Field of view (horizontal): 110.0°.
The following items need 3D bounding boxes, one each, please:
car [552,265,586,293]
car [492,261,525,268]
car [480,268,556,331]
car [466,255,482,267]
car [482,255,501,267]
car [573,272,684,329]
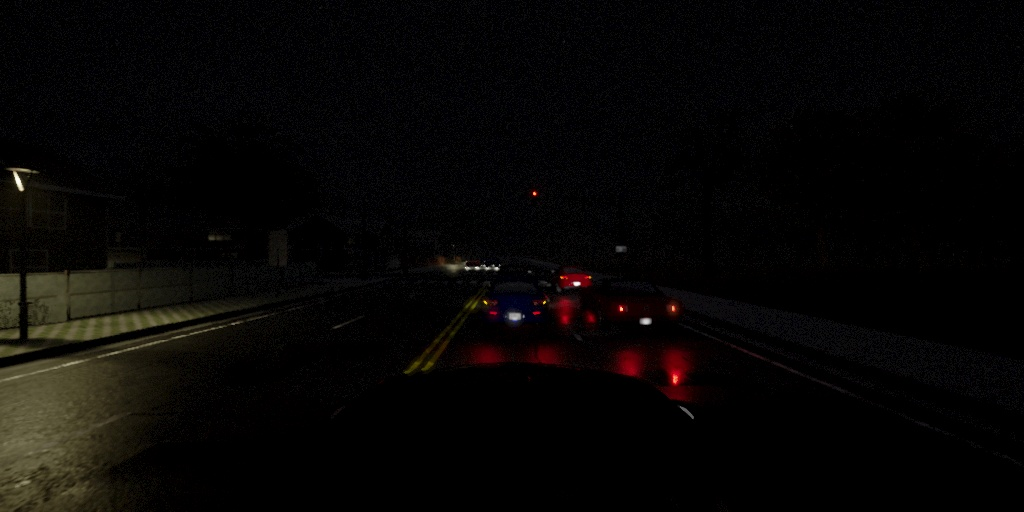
[{"bbox_3d":[3.299,1.236,20.397,1.812,1.442,4.674,0,0,0],"label":"car"},{"bbox_3d":[0.047,1.216,20.066,1.837,1.490,4.892,0,0,0],"label":"car"},{"bbox_3d":[0.078,1.257,10.754,1.812,1.442,4.674,0,0,0],"label":"car"},{"bbox_3d":[-6.590,0.957,60.719,2.097,1.767,4.553,0,0,0],"label":"car"},{"bbox_3d":[-3.338,0.824,60.846,2.150,2.045,5.566,0,0,0],"label":"car"},{"bbox_3d":[3.329,1.330,11.110,1.895,1.301,4.718,0,0,0],"label":"car"}]
